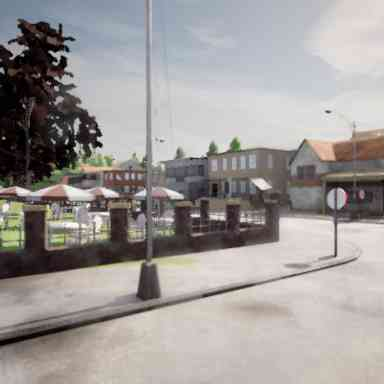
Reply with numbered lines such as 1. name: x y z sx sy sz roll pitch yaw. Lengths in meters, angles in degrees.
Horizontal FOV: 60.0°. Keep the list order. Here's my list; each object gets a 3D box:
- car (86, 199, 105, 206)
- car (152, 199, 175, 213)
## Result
1. car: -14.979 1.497 51.249 1.812 1.442 4.674 0 0 -35
2. car: -3.639 1.470 35.156 1.837 1.490 4.892 0 0 -35
